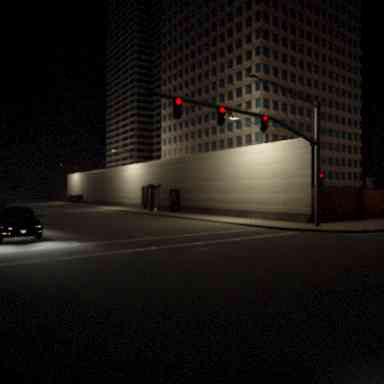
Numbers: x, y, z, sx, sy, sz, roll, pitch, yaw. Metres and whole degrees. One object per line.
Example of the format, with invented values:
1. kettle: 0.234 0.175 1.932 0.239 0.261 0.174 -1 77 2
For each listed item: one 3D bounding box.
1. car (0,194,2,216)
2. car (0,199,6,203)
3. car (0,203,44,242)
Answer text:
1. car: -20.407 1.222 33.083 2.150 2.045 5.566 0 0 -35
2. car: -14.592 1.487 24.876 2.128 1.511 4.902 0 0 -35
3. car: -8.780 1.494 16.647 1.837 1.490 4.892 0 0 -34
